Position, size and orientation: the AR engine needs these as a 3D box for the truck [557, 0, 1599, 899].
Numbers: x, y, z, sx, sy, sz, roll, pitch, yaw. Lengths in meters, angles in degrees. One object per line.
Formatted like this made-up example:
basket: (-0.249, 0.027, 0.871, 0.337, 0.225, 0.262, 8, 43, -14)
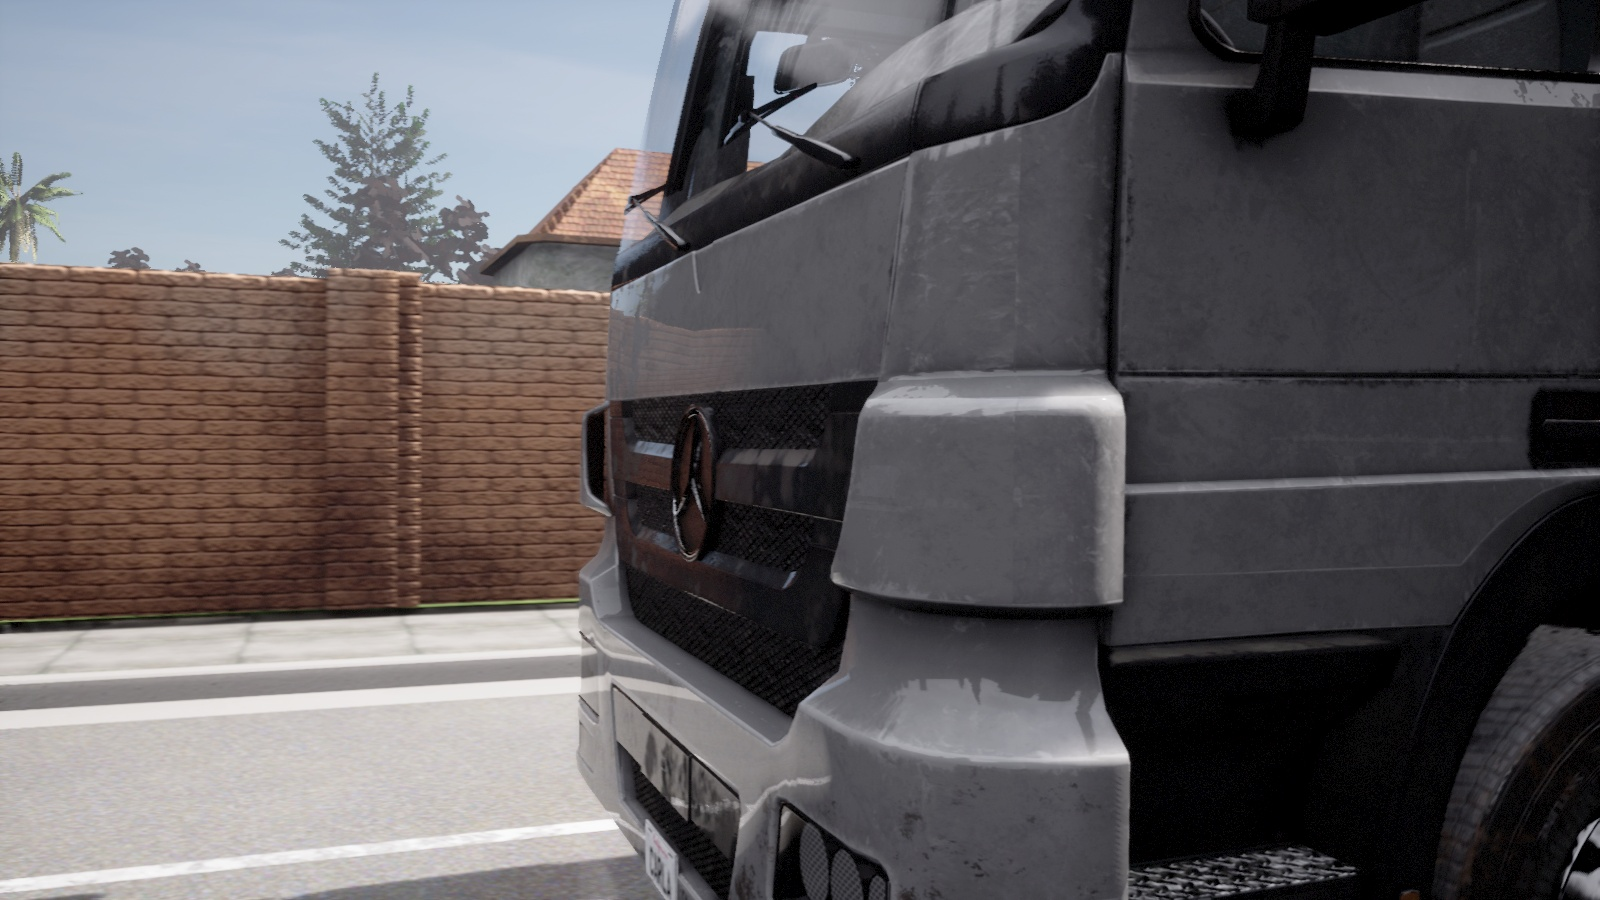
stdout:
truck: (3.380, -0.294, 4.510, 7.936, 3.462, 2.891, -1, 1, -21)
